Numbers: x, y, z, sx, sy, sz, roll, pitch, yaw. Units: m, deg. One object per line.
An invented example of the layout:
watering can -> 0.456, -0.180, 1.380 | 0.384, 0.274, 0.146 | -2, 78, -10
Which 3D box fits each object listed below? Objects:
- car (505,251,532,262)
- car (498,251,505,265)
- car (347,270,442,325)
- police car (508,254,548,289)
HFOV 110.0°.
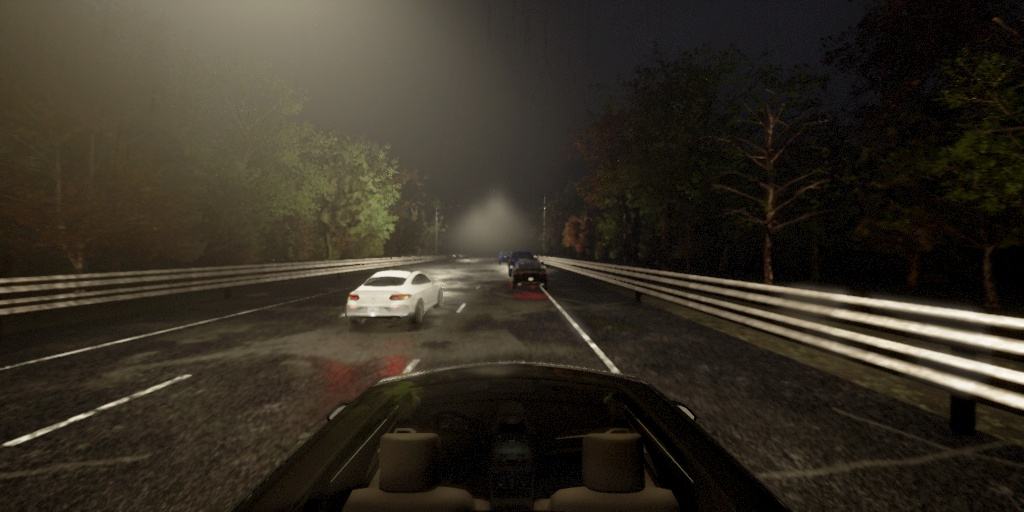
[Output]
car -> 0.756, 0.590, 30.557 | 2.150, 2.045, 5.566 | 0, 1, -1
car -> -0.940, 0.316, 54.525 | 2.150, 2.045, 5.566 | 0, 1, -2
car -> -3.432, 1.144, 11.130 | 1.812, 1.442, 4.674 | 0, 1, 0
police car -> 0.920, 0.916, 20.577 | 1.930, 1.638, 5.238 | 0, 1, -1
